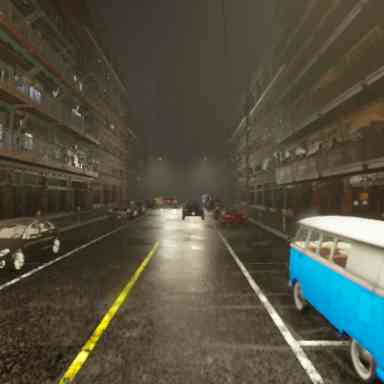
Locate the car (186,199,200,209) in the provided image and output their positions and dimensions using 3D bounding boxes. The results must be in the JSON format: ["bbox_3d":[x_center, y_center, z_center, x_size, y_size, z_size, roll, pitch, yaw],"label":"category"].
[{"bbox_3d":[0.098,1.634,46.047,1.895,1.301,4.718,0,0,0],"label":"car"}]

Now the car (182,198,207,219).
[{"bbox_3d":[0.099,1.545,28.777,1.812,1.442,4.674,0,0,0],"label":"car"}]

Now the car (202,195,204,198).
[{"bbox_3d":[2.706,1.348,44.860,2.192,1.841,5.009,1,0,0],"label":"car"}]

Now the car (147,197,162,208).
[{"bbox_3d":[-5.645,1.563,50.313,1.752,1.417,4.829,1,0,0],"label":"car"}]

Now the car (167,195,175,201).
[{"bbox_3d":[-5.648,1.632,90.277,2.008,1.369,4.403,1,0,0],"label":"car"}]

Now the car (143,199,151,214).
[{"bbox_3d":[-5.645,1.589,33.430,1.947,1.339,4.313,1,0,0],"label":"car"}]

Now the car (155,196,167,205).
[{"bbox_3d":[-5.646,1.574,61.684,1.752,1.417,4.829,1,0,0],"label":"car"}]

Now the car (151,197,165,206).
[{"bbox_3d":[-5.645,1.588,56.169,1.887,1.381,4.507,1,0,0],"label":"car"}]

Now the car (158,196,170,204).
[{"bbox_3d":[-5.647,1.620,67.538,1.947,1.339,4.313,1,0,0],"label":"car"}]

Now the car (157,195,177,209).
[{"bbox_3d":[-3.085,1.383,44.655,2.097,1.767,4.553,0,0,0],"label":"car"}]

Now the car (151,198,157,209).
[{"bbox_3d":[-5.645,1.577,44.799,1.887,1.381,4.507,1,0,0],"label":"car"}]

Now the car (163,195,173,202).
[{"bbox_3d":[-5.645,1.508,78.908,1.967,1.590,4.097,1,0,0],"label":"car"}]

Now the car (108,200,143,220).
[{"bbox_3d":[-5.642,1.459,27.746,1.967,1.590,4.097,1,0,0],"label":"car"}]

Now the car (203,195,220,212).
[{"bbox_3d":[2.704,1.468,39.176,1.967,1.590,4.097,1,0,0],"label":"car"}]

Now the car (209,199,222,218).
[{"bbox_3d":[2.703,1.585,27.806,1.947,1.339,4.313,1,0,0],"label":"car"}]

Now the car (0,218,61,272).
[{"bbox_3d":[-5.666,1.557,10.692,2.008,1.369,4.403,1,0,0],"label":"car"}]

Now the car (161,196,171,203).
[{"bbox_3d":[-5.646,1.586,73.052,1.752,1.417,4.829,1,0,0],"label":"car"}]

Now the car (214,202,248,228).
[{"bbox_3d":[2.703,1.596,22.121,1.802,1.307,4.206,1,0,0],"label":"car"}]

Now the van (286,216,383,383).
[{"bbox_3d":[2.708,1.344,5.068,1.690,1.788,3.998,1,0,0],"label":"van"}]

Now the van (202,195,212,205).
[{"bbox_3d":[2.704,1.390,61.914,1.690,1.788,3.998,1,0,0],"label":"van"}]
